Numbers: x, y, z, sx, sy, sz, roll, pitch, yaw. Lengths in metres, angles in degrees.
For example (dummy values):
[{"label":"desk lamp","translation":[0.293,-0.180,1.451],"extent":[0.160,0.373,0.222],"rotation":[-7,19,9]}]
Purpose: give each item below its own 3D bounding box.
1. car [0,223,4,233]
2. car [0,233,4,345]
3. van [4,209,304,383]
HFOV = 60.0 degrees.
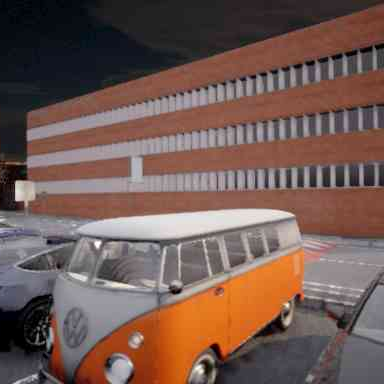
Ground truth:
[{"label":"car","translation":[-4.437,1.603,8.144],"extent":[2.002,1.452,4.674],"rotation":[-1,0,35]},{"label":"car","translation":[-2.116,1.564,6.531],"extent":[2.163,1.488,4.792],"rotation":[-1,0,35]},{"label":"van","translation":[0.099,1.280,4.776],"extent":[1.878,1.987,4.442],"rotation":[-1,0,35]}]
